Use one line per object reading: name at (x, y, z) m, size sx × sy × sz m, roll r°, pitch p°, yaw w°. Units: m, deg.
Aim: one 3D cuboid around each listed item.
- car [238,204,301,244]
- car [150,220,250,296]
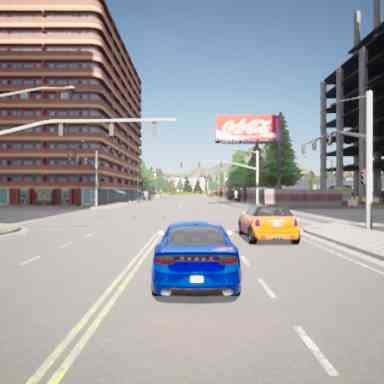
car at (3.473, 1.329, 15.727) m, size 2.097 × 1.767 × 4.553 m, roll 0°, pitch 0°, yaw 0°
car at (0.085, 1.465, 8.639) m, size 1.882 × 1.535 × 5.008 m, roll 0°, pitch 0°, yaw 0°
